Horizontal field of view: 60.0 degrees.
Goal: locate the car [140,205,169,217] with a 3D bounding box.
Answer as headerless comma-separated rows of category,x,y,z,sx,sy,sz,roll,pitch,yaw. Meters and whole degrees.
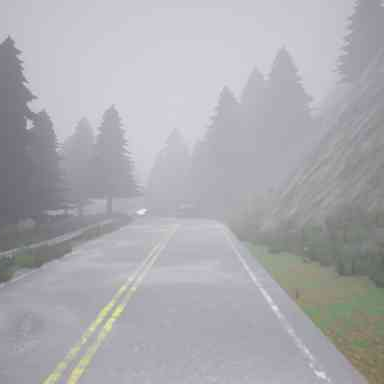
car,-5.026,2.736,46.347,1.882,1.535,5.008,1,-6,-33

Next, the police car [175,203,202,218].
police car,-0.502,1.995,36.810,1.930,1.638,5.238,2,-3,-17

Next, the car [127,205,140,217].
car,-8.922,3.136,51.482,2.150,2.045,5.566,5,-9,-42
